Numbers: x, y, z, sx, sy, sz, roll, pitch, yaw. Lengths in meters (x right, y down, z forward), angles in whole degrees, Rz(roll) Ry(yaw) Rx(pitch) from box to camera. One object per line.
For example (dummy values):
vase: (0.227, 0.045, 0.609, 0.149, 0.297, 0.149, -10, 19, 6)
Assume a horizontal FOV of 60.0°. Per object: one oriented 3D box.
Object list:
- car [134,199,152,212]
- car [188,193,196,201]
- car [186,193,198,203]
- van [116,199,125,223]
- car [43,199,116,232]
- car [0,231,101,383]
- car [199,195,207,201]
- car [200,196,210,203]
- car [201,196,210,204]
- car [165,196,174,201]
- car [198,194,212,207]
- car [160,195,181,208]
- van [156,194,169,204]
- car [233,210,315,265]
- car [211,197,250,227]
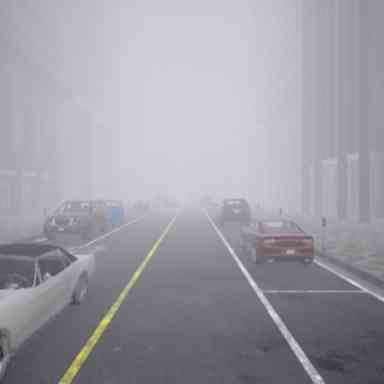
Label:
car: (-5.763, 1.567, 39.736, 1.887, 1.381, 4.507, 0, 0, 0)
car: (0.005, 1.279, 86.788, 2.097, 1.767, 4.553, 0, 0, 0)
car: (0.004, 1.150, 69.630, 2.150, 2.045, 5.566, 0, 0, 0)
van: (-5.764, 1.350, 22.825, 1.690, 1.788, 3.998, 0, 0, 0)
car: (-5.764, 1.321, 17.189, 2.192, 1.841, 5.009, 0, 0, 0)
car: (-3.101, 1.602, 5.290, 1.895, 1.301, 4.718, 0, 0, 0)
car: (2.764, 1.513, 84.839, 1.967, 1.590, 4.097, 0, 0, 0)
car: (2.764, 1.610, 73.567, 2.008, 1.369, 4.403, 0, 0, 0)
car: (2.764, 1.578, 68.100, 1.752, 1.417, 4.829, 0, 0, 0)
car: (-5.760, 1.618, 84.830, 1.887, 1.381, 4.507, 0, 0, 0)
car: (2.390, 1.388, 52.306, 2.097, 1.767, 4.553, 0, 0, 0)
car: (-3.072, 1.596, 48.765, 1.994, 1.385, 4.181, 0, 0, 0)
van: (-5.762, 1.388, 62.283, 1.690, 1.788, 3.998, 0, 0, 0)
car: (2.761, 1.548, 11.568, 1.887, 1.381, 4.507, 0, 0, 0)
car: (2.761, 1.323, 22.840, 2.192, 1.841, 5.009, 0, 0, 0)
